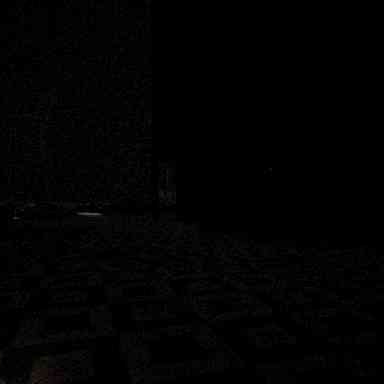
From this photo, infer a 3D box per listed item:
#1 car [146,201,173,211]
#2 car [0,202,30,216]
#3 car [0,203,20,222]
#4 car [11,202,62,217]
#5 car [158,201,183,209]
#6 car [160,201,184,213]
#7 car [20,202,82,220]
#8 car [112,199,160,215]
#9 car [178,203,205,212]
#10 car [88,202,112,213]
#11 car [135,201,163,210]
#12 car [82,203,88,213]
[{"bbox_3d":[-5.034,2.212,52.175,1.994,1.385,4.181,0,-1,37],"label":"car"},{"bbox_3d":[-20.093,1.837,35.743,2.008,1.369,4.403,-1,-1,35],"label":"car"},{"bbox_3d":[-16.434,1.771,26.193,1.947,1.339,4.313,-1,-2,35],"label":"car"},{"bbox_3d":[-16.678,1.847,35.927,1.812,1.442,4.674,0,-1,36],"label":"car"},{"bbox_3d":[-3.710,2.300,58.716,2.008,1.369,4.403,-1,-2,35],"label":"car"},{"bbox_3d":[-3.327,2.110,44.572,1.887,1.381,4.507,-1,-2,35],"label":"car"},{"bbox_3d":[-13.059,1.820,30.926,1.752,1.417,4.829,-1,-2,35],"label":"car"},{"bbox_3d":[-6.605,1.787,39.983,2.192,1.841,5.009,-1,-2,35],"label":"car"},{"bbox_3d":[-0.046,2.242,49.171,1.802,1.307,4.206,-1,-2,36],"label":"car"},{"bbox_3d":[-10.893,2.007,44.023,1.812,1.442,4.674,0,-1,35],"label":"car"},{"bbox_3d":[-6.987,2.205,54.122,2.008,1.369,4.403,-1,-2,35],"label":"car"},{"bbox_3d":[-13.540,2.011,44.933,1.887,1.381,4.507,-1,-2,35],"label":"car"}]
